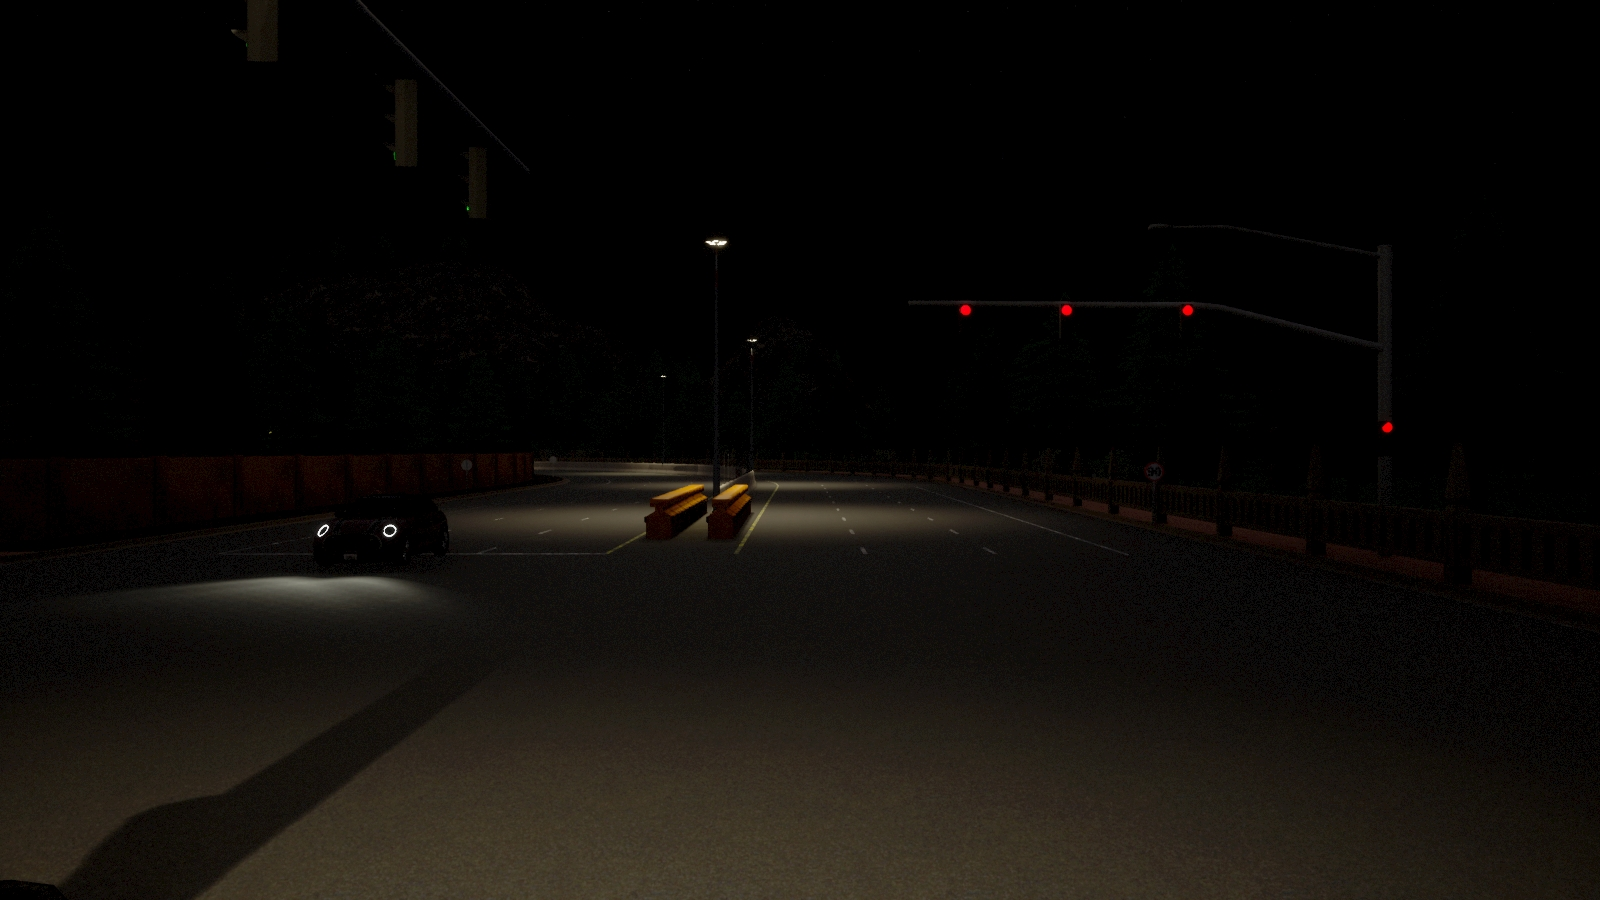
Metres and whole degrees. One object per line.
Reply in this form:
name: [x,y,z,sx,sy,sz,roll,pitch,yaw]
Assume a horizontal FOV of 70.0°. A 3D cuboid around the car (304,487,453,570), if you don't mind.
car: [-10.504,1.906,28.861,2.097,1.767,4.553,0,0,0]
